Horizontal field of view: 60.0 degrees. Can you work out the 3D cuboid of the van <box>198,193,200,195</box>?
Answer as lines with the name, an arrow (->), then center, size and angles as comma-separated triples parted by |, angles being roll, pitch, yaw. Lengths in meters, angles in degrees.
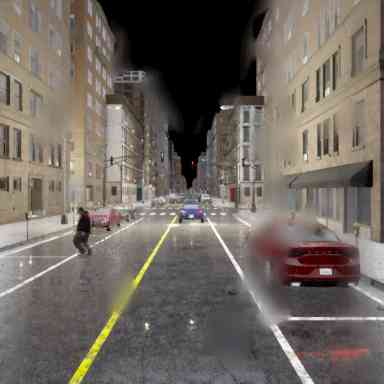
van -> 2.524, 1.328, 63.658 | 1.690, 1.788, 3.998 | 0, 0, 0

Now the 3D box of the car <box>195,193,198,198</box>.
car -> 2.499, 1.298, 79.877 | 2.192, 1.841, 5.009 | 0, 0, 0

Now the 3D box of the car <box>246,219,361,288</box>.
car -> 2.733, 1.478, 9.280 | 1.882, 1.535, 5.008 | 0, 0, 0

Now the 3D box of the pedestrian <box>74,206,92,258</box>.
pedestrian -> -3.642, 1.293, 11.148 | 0.375, 1.860, 0.375 | 0, 0, -10

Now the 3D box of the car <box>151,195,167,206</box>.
car -> -5.487, 1.541, 52.830 | 2.008, 1.369, 4.403 | 0, 0, 0

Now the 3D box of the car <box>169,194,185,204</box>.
car -> -2.925, 1.535, 61.256 | 2.033, 1.411, 5.357 | 0, 0, 0

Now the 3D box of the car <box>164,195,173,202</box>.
car -> -5.561, 1.508, 79.691 | 1.752, 1.417, 4.829 | 0, 0, 0

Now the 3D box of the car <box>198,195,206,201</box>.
car -> 2.490, 1.548, 85.283 | 1.947, 1.339, 4.313 | 0, 0, 0

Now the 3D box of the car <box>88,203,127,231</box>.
car -> -5.425, 1.580, 20.273 | 1.802, 1.307, 4.206 | 0, 0, 0

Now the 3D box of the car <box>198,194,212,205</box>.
car -> 2.533, 1.539, 58.252 | 2.008, 1.369, 4.403 | 0, 0, 0

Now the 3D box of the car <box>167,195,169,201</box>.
car -> -5.501, 1.514, 58.066 | 1.752, 1.417, 4.829 | 0, 0, 0

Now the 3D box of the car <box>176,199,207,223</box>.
car -> -0.029, 1.523, 25.417 | 1.812, 1.442, 4.674 | 0, 0, 0

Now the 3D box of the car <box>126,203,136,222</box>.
car -> -5.435, 1.548, 25.954 | 2.008, 1.369, 4.403 | 0, 0, 0
